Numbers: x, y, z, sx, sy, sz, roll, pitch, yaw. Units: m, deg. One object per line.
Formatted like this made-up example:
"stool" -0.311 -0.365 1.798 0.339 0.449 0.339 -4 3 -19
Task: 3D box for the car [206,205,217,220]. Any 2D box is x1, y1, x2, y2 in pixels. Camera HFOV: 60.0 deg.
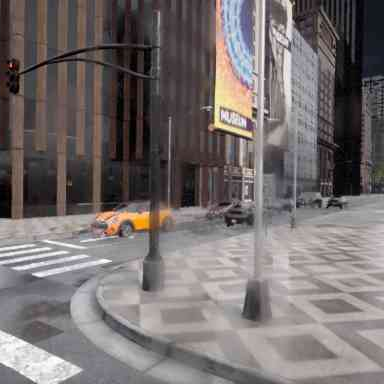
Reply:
"car" 2.897 1.391 25.616 1.812 1.442 4.674 1 1 36

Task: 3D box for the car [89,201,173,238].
"car" -3.043 1.257 17.261 2.097 1.767 4.553 1 1 36

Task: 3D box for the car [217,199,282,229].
"car" 3.855 1.438 21.440 1.837 1.490 4.892 1 1 35

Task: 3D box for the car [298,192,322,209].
"car" 15.103 1.003 42.759 2.150 2.045 5.566 1 1 35

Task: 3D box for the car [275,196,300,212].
"car" 8.906 1.372 34.100 2.033 1.411 5.357 1 1 35

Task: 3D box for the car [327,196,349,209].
"car" 18.574 1.336 42.299 1.837 1.490 4.892 1 1 36
